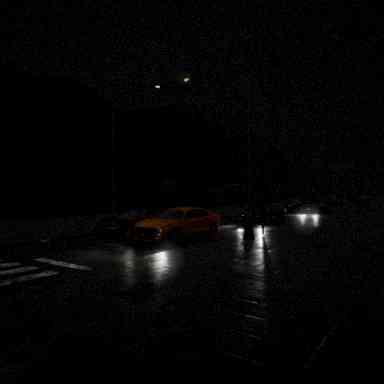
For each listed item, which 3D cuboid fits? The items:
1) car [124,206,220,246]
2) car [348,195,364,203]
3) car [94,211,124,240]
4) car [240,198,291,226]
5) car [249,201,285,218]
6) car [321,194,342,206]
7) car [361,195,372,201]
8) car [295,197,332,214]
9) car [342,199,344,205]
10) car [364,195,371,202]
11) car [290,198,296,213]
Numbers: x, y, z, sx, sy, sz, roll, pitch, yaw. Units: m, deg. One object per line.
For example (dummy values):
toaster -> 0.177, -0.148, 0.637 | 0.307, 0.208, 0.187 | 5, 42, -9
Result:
car -> -0.544, 1.440, 15.413 | 1.882, 1.535, 5.008 | 0, 0, 35
car -> 33.092, 1.507, 67.721 | 1.947, 1.339, 4.313 | 0, 0, 35
car -> -2.814, 1.516, 16.594 | 2.008, 1.369, 4.403 | 0, 0, 35
car -> 5.106, 1.450, 23.458 | 1.837, 1.490, 4.892 | 0, 0, 35
car -> 6.978, 1.522, 30.537 | 1.802, 1.307, 4.206 | 0, 0, 35
car -> 20.035, 1.249, 49.129 | 2.192, 1.841, 5.009 | 0, 0, 35
car -> 42.884, 1.518, 81.665 | 1.887, 1.381, 4.507 | 0, 0, 35
car -> 12.397, 1.499, 33.810 | 1.994, 1.385, 4.181 | 0, 0, 35
car -> 23.300, 1.499, 53.778 | 1.947, 1.339, 4.313 | 0, 0, 35
car -> 39.522, 1.485, 76.878 | 1.752, 1.417, 4.829 | 0, 0, 35
car -> 10.242, 1.377, 35.185 | 1.967, 1.590, 4.097 | 0, 0, 35
